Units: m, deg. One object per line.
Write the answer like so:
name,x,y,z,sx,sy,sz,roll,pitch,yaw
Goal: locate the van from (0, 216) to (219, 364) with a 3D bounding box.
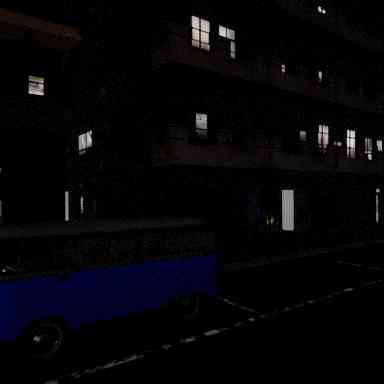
van,-1.417,1.341,5.554,3.998,1.788,1.690,0,0,-35
